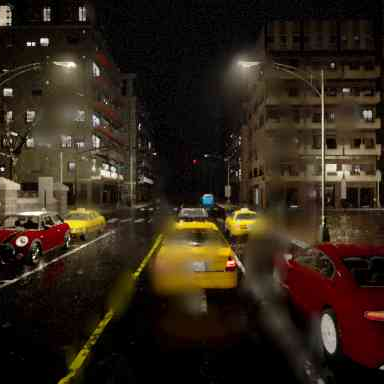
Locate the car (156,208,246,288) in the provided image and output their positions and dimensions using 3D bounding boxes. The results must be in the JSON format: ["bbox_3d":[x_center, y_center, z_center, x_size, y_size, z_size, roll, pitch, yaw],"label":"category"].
[{"bbox_3d":[0.086,1.458,9.163,1.801,1.575,5.366,0,0,0],"label":"car"}]

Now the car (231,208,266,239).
[{"bbox_3d":[2.673,1.527,17.197,1.752,1.417,4.829,1,0,0],"label":"car"}]

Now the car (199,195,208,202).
[{"bbox_3d":[2.588,1.503,77.703,2.008,1.369,4.403,1,0,0],"label":"car"}]

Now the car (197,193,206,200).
[{"bbox_3d":[2.575,1.249,89.045,2.192,1.841,5.009,1,0,0],"label":"car"}]

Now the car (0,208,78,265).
[{"bbox_3d":[-5.698,1.442,11.417,1.967,1.590,4.097,1,0,0],"label":"car"}]

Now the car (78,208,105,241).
[{"bbox_3d":[-5.706,1.528,16.862,1.752,1.417,4.829,1,0,0],"label":"car"}]

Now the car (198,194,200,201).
[{"bbox_3d":[2.611,1.519,60.691,1.887,1.381,4.507,1,0,0],"label":"car"}]

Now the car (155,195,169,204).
[{"bbox_3d":[-5.769,1.556,60.736,1.802,1.307,4.206,1,0,0],"label":"car"}]

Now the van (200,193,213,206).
[{"bbox_3d":[2.622,1.321,55.019,1.690,1.788,3.998,1,0,0],"label":"van"}]

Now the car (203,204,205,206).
[{"bbox_3d":[0.079,1.603,19.652,1.895,1.301,4.718,0,0,0],"label":"car"}]

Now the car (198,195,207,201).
[{"bbox_3d":[2.580,1.494,83.374,2.008,1.369,4.403,1,0,0],"label":"car"}]

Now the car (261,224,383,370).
[{"bbox_3d":[2.689,1.546,5.793,1.887,1.381,4.507,1,0,0],"label":"car"}]

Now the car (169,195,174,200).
[{"bbox_3d":[-5.809,1.516,89.091,1.802,1.307,4.206,1,0,0],"label":"car"}]
